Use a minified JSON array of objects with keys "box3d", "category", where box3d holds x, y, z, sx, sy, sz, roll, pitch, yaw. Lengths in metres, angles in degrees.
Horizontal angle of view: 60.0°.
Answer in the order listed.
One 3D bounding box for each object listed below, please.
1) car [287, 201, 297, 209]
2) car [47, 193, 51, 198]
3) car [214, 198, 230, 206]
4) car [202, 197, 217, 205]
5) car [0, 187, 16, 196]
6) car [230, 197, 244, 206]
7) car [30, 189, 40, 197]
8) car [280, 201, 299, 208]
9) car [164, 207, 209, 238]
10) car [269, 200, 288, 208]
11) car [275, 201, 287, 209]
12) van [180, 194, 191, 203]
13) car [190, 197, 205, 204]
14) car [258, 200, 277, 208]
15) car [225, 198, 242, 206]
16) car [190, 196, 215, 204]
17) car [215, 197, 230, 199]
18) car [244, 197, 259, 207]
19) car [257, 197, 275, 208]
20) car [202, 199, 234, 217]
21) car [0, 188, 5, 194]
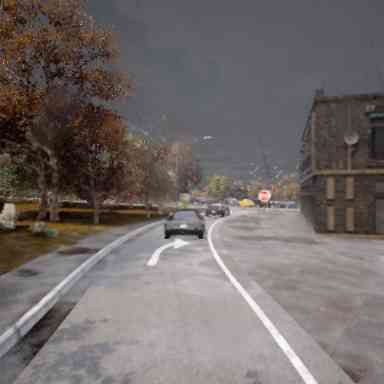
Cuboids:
[{"box3d":[18.007,2.555,63.686,2.163,1.488,4.792,3,-1,-14],"category":"car"},{"box3d":[-27.629,0.444,65.668,2.097,1.535,5.008,4,-1,-14],"category":"car"},{"box3d":[6.699,2.151,74.435,2.163,1.488,4.792,4,-1,-14],"category":"car"},{"box3d":[3.882,1.983,73.716,2.002,1.452,4.674,4,-1,-14],"category":"car"},{"box3d":[-35.561,-0.100,63.714,2.002,1.452,4.674,4,-1,-14],"category":"car"},{"box3d":[7.198,1.776,61.092,2.185,1.767,4.553,4,-1,-14],"category":"car"},{"box3d":[-30.313,0.122,65.044,2.185,1.767,4.553,4,-1,-14],"category":"car"},{"box3d":[22.948,2.938,78.394,2.231,1.521,4.892,2,-1,-14],"category":"car"},{"box3d":[-0.277,1.592,17.708,1.994,1.385,4.181,0,-1,4],"category":"car"},{"box3d":[20.117,2.821,77.698,2.097,1.535,5.008,2,-1,-14],"category":"car"},{"box3d":[15.307,2.385,63.046,2.231,1.521,4.892,3,-1,-14],"category":"car"},{"box3d":[-1.361,1.370,72.296,1.878,1.987,4.442,4,0,-14],"category":"van"},{"box3d":[1.183,1.805,73.053,2.002,1.452,4.674,4,-1,-14],"category":"car"},{"box3d":[17.410,2.700,77.033,2.097,1.535,5.008,3,-1,-14],"category":"car"},{"box3d":[9.370,2.281,75.253,1.946,1.575,5.366,3,-1,-14],"category":"car"},{"box3d":[1.805,1.575,59.704,2.163,1.488,4.792,4,-1,-14],"category":"car"},{"box3d":[4.489,1.753,60.424,2.163,1.488,4.792,4,-1,-14],"category":"car"},{"box3d":[9.893,2.071,61.717,2.097,1.535,5.008,3,-1,-14],"category":"car"},{"box3d":[12.607,1.982,62.419,2.435,2.045,5.566,3,-1,-14],"category":"car"},{"box3d":[2.705,1.762,33.969,1.812,1.442,4.674,0,-1,16],"category":"car"},{"box3d":[-29.749,0.003,51.684,2.097,1.535,5.008,4,-1,-14],"category":"car"}]
